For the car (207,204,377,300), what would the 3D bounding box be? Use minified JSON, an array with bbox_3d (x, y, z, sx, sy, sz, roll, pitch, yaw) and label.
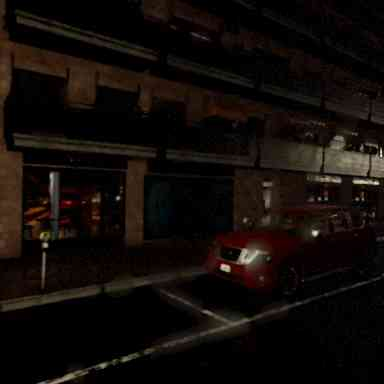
[{"bbox_3d":[2.762,1.277,8.506,5.009,1.841,2.192,0,1,-35],"label":"car"}]
